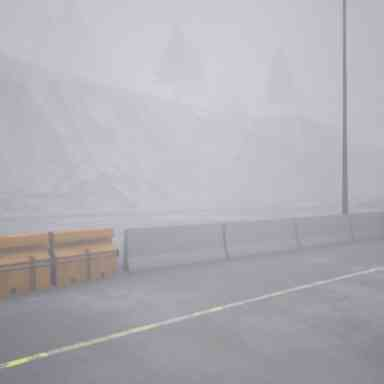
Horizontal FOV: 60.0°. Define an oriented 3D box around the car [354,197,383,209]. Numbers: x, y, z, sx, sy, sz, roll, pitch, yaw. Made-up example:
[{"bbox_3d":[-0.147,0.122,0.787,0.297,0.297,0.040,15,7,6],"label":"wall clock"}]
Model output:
[{"bbox_3d":[21.713,1.258,39.119,5.357,1.411,2.033,0,0,-21],"label":"car"}]
